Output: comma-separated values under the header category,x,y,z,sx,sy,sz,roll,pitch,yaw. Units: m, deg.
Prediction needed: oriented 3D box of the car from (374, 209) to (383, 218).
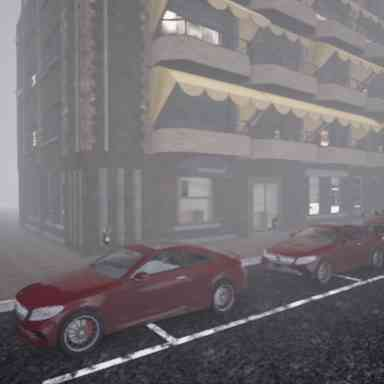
category,x,y,z,sx,sy,sz,roll,pitch,yaw
car,8.368,1.226,12.541,5.009,1.841,2.192,0,0,-36

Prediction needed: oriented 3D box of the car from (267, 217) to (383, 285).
category,x,y,z,sx,sy,sz,roll,pitch,yaw
car,3.773,1.529,9.259,4.206,1.307,1.802,0,0,-36

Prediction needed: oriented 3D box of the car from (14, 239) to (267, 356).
category,x,y,z,sx,sy,sz,roll,pitch,yaw
car,-0.823,1.565,5.976,4.206,1.307,1.802,0,0,-36
